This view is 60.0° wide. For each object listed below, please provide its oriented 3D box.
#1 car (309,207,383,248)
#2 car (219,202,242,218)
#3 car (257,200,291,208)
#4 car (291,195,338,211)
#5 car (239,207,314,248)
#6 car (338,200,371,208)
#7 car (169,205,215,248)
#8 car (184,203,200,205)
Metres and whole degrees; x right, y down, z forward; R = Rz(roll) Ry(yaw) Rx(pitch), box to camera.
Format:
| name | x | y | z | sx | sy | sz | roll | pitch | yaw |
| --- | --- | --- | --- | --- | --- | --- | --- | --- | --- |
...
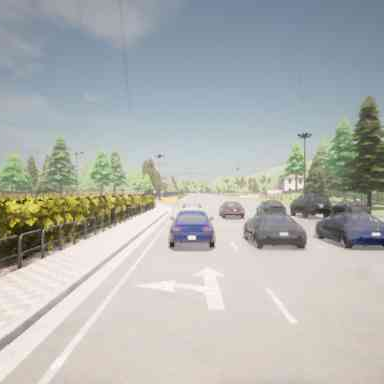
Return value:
| name | x | y | z | sx | sy | sz | roll | pitch | yaw |
| --- | --- | --- | --- | --- | --- | --- | --- | --- | --- |
| car | 7.000 | 1.570 | 14.650 | 1.994 | 1.385 | 4.181 | 0 | 0 | 0 |
| car | 3.500 | 1.561 | 29.650 | 2.033 | 1.411 | 5.357 | 0 | 0 | 0 |
| car | 7.000 | 1.514 | 29.650 | 1.837 | 1.490 | 4.892 | 0 | 0 | 0 |
| car | 10.500 | 1.255 | 29.680 | 2.150 | 2.045 | 5.566 | 0 | 0 | 0 |
| car | 3.500 | 1.570 | 14.650 | 1.994 | 1.385 | 4.181 | 0 | 0 | 0 |
| car | 14.000 | 1.493 | 29.650 | 2.128 | 1.511 | 4.902 | 0 | 0 | 0 |
| car | 0.000 | 1.530 | 14.650 | 1.812 | 1.442 | 4.674 | 0 | 0 | 0 |
| car | 0.000 | 1.614 | 29.680 | 1.895 | 1.301 | 4.718 | 0 | 0 | 0 |
